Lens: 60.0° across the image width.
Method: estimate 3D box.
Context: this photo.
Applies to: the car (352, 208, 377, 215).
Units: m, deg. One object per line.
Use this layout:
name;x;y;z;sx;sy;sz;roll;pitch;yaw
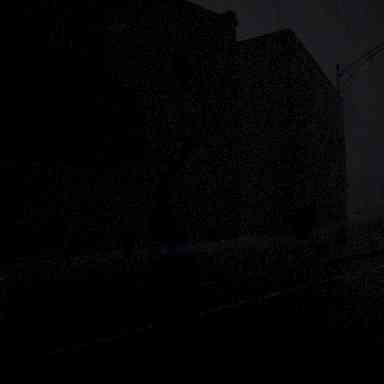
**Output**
car;32.147;3.637;62.131;2.033;1.411;5.357;-1;-4;-5
